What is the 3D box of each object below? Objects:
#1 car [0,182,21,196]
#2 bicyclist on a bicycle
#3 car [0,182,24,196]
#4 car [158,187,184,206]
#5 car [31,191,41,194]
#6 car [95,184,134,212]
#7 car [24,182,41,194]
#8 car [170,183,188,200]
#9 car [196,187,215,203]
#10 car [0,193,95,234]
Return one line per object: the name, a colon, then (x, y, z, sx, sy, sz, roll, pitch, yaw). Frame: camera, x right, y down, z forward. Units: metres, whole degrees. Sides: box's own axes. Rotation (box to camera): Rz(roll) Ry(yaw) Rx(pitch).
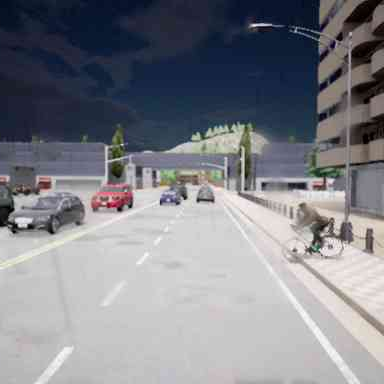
car: (-25.628, -0.416, 45.864, 1.905, 1.878, 3.866, 0, 2, 3)
bicyclist on a bicycle: (3.230, 1.083, 9.016, 1.656, 1.620, 0.582, -6, 1, 3)
car: (-10.074, 0.704, 14.580, 2.150, 2.045, 5.566, 0, 2, 2)
car: (-2.107, 0.517, 32.886, 1.812, 1.442, 4.674, 0, 2, 2)
car: (-9.647, 0.750, 24.564, 1.994, 1.385, 4.181, 1, 2, 3)
car: (-6.078, 0.386, 26.138, 2.150, 2.045, 5.566, 0, 2, 3)
car: (-22.740, -0.392, 45.679, 1.932, 1.855, 4.605, 0, 2, 3)
car: (-1.714, -0.074, 42.538, 2.150, 2.045, 5.566, 0, 2, 3)
car: (1.528, 0.458, 37.008, 1.994, 1.385, 4.181, 1, 2, 3)
car: (-6.534, 0.973, 15.483, 2.128, 1.511, 4.902, 0, 2, 2)
